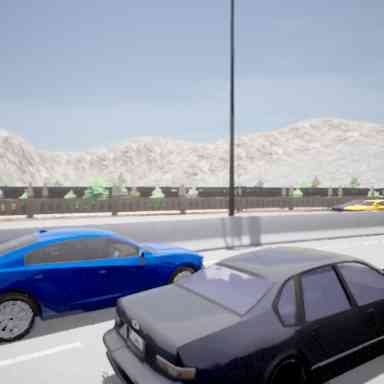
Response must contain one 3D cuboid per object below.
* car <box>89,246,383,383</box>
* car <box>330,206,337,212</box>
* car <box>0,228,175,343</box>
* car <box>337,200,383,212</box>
[{"bbox_3d":[1.574,1.526,4.670,5.357,1.411,2.033,0,0,-32],"label":"car"},{"bbox_3d":[15.482,1.424,30.737,5.357,1.411,2.033,0,0,-19],"label":"car"},{"bbox_3d":[-1.990,1.441,6.443,5.008,1.535,1.882,0,0,-34],"label":"car"},{"bbox_3d":[14.560,1.373,26.675,5.008,1.535,1.882,0,0,-19],"label":"car"}]
